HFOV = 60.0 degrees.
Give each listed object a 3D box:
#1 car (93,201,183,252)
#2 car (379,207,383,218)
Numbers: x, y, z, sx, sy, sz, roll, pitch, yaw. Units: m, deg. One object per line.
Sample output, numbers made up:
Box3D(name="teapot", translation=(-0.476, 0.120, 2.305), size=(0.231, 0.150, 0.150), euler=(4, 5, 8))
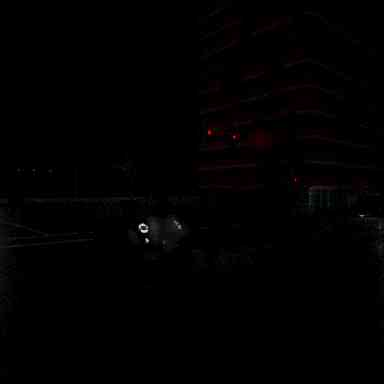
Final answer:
Box3D(name="car", translation=(-2.380, 1.311, 14.053), size=(2.097, 1.767, 4.553), euler=(0, 0, -40))
Box3D(name="car", translation=(18.271, 1.526, 29.456), size=(4.674, 1.442, 1.812), euler=(0, 0, -41))
